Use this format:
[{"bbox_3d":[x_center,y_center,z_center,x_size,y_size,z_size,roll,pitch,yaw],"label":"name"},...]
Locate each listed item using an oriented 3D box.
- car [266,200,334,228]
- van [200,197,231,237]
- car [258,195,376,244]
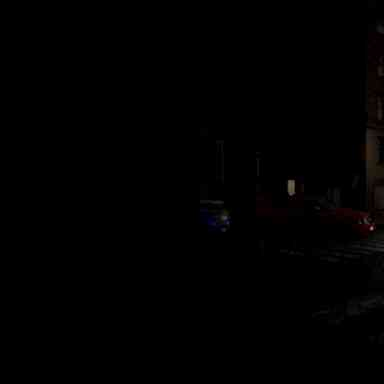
[{"bbox_3d":[7.297,1.396,22.798,1.967,1.590,4.097,0,0,-35],"label":"car"},{"bbox_3d":[0.334,1.325,17.878,1.690,1.788,3.998,0,0,-35],"label":"van"},{"bbox_3d":[5.715,1.195,16.149,2.150,2.045,5.566,0,0,-45],"label":"car"}]
